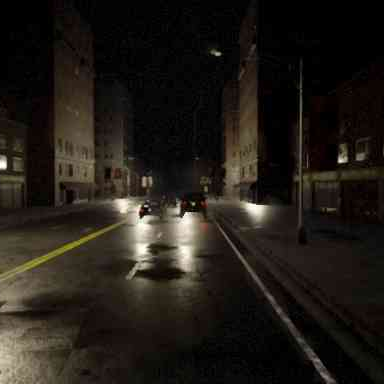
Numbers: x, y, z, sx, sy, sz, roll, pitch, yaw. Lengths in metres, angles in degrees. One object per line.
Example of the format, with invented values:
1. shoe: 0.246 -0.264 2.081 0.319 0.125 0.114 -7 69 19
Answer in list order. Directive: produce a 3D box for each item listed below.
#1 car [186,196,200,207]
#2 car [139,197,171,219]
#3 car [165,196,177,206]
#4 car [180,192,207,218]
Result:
1. car: 0.129 1.285 46.417 1.895 1.301 4.718 0 0 0
2. car: -3.132 1.377 27.174 2.033 1.411 5.357 0 0 0
3. car: -3.120 1.231 46.489 2.033 1.411 5.357 0 0 0
4. car: 0.118 1.039 28.556 2.150 2.045 5.566 0 0 0
